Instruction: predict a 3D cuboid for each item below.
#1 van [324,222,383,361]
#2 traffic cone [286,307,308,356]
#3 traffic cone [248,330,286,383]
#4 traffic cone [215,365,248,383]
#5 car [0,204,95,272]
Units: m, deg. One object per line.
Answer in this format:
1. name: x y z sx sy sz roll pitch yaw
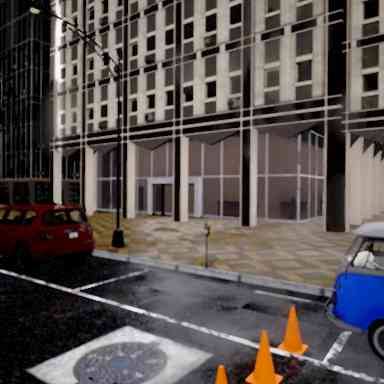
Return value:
1. van: 3.912 1.341 4.189 3.998 1.788 1.690 0 1 36
2. traffic cone: 1.450 1.954 4.789 0.340 0.580 0.340 0 0 36
3. traffic cone: 0.864 1.954 3.979 0.340 0.580 0.340 0 0 36
4. traffic cone: 0.278 1.955 3.169 0.340 0.580 0.340 0 0 36
5. car: -5.301 1.311 10.849 5.009 1.841 2.192 0 1 36
